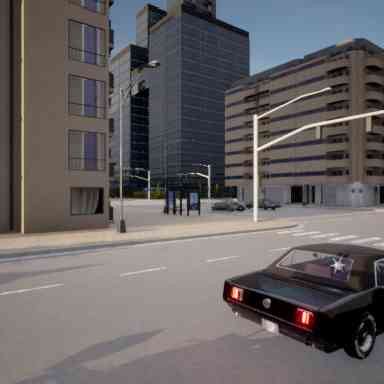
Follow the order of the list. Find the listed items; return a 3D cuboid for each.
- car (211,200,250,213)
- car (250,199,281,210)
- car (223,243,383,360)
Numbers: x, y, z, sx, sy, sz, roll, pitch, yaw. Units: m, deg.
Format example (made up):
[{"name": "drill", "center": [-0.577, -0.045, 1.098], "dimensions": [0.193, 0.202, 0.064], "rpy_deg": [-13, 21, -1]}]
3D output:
[{"name": "car", "center": [4.132, 1.619, 37.919], "dimensions": [1.994, 1.385, 4.181], "rpy_deg": [0, 0, -38]}, {"name": "car", "center": [9.020, 1.603, 43.367], "dimensions": [2.033, 1.411, 5.357], "rpy_deg": [0, 0, -38]}, {"name": "car", "center": [2.892, 1.601, 5.985], "dimensions": [4.718, 1.301, 1.895], "rpy_deg": [0, 0, -36]}]
